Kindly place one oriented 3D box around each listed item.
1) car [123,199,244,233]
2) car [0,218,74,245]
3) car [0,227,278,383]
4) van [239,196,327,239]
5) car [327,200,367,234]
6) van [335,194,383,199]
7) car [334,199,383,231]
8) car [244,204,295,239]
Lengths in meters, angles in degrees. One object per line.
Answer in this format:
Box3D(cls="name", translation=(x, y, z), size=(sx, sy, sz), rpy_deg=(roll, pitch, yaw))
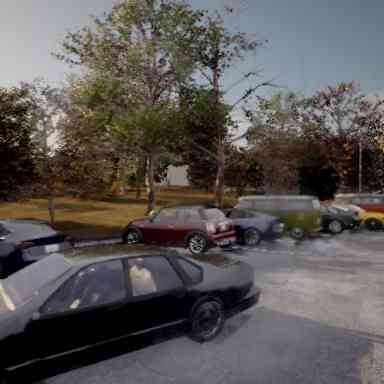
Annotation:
Box3D(cls="car", translation=(-0.608, 1.312, 13.108), size=(4.553, 1.767, 2.185), rpy_deg=(-1, 0, 34))
Box3D(cls="car", translation=(-5.448, 1.509, 9.715), size=(4.792, 1.488, 2.163), rpy_deg=(-1, 0, 34))
Box3D(cls="car", translation=(-1.363, 1.537, 4.863), size=(5.357, 1.411, 2.033), rpy_deg=(0, 0, -36))
Box3D(cls="van", translation=(4.060, 1.177, 16.607), size=(4.442, 1.987, 1.878), rpy_deg=(-1, 0, 35))
Box3D(cls="car", translation=(6.562, 1.383, 18.250), size=(4.892, 1.521, 2.231), rpy_deg=(-1, 0, 34))
Box3D(cls="van", translation=(11.250, 1.128, 21.744), size=(4.442, 1.987, 1.878), rpy_deg=(-1, 0, 34))
Box3D(cls="car", translation=(9.108, 1.361, 19.865), size=(5.366, 1.575, 1.946), rpy_deg=(-1, -1, 34))
Box3D(cls="car", translation=(1.741, 1.449, 14.851), size=(4.792, 1.488, 2.163), rpy_deg=(-1, 0, 34))
